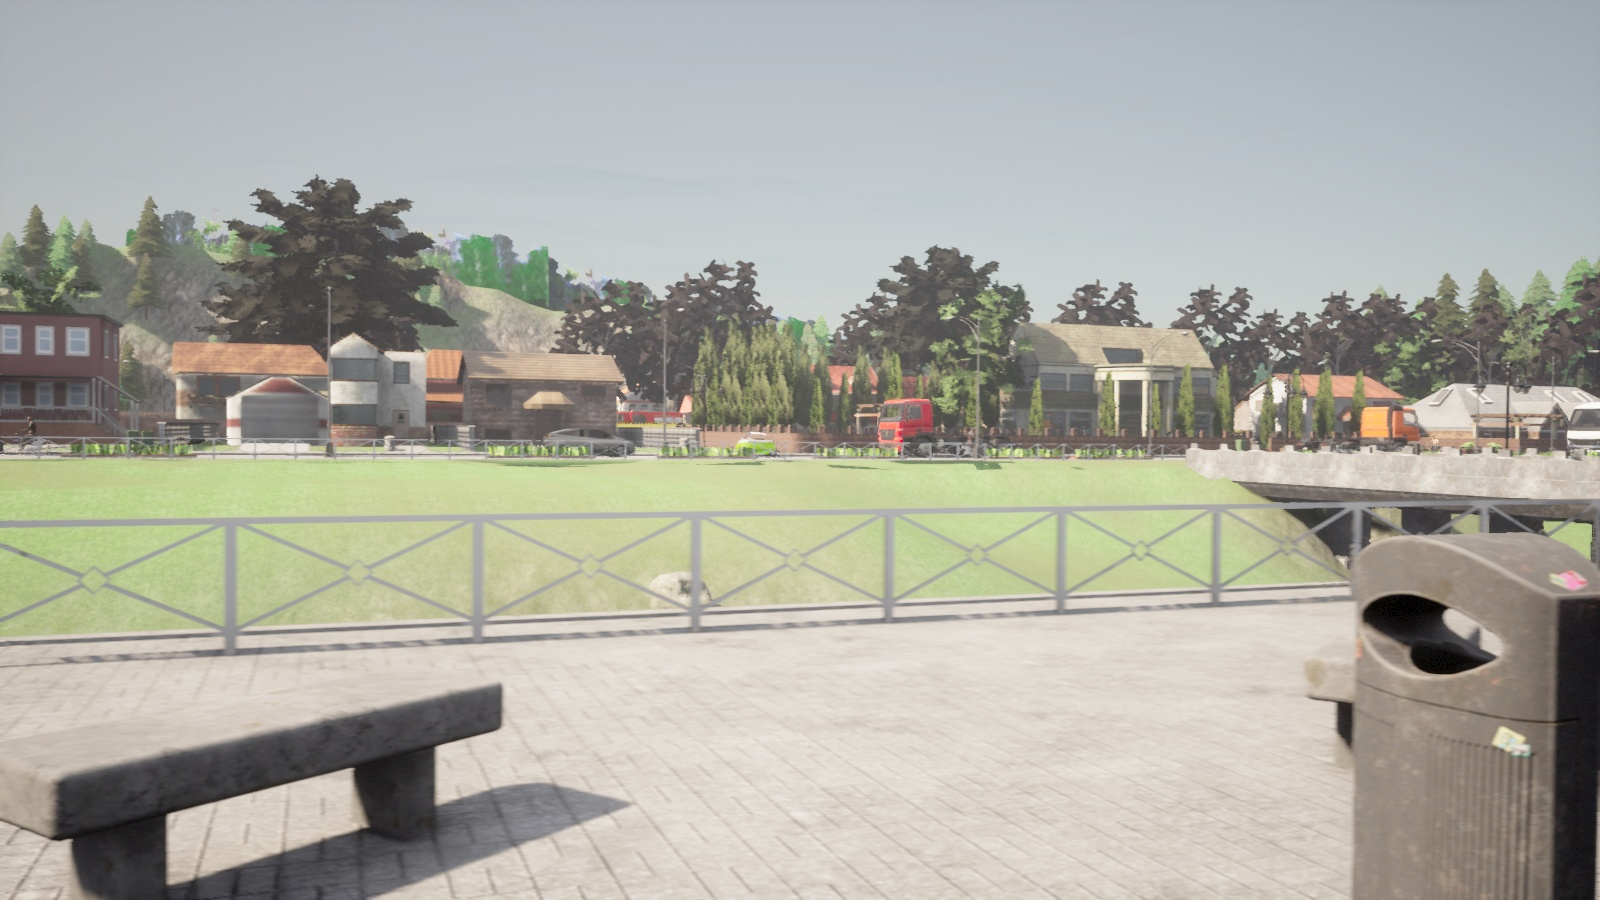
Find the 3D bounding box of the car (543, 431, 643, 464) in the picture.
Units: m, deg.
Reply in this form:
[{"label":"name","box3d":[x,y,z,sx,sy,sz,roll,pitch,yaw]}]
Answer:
[{"label":"car","box3d":[-10.167,-0.148,61.623,4.514,1.525,2.007,-1,1,-21]}]

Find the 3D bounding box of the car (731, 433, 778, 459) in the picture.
[{"label":"car","box3d":[-2.486,-0.240,68.817,2.207,1.376,1.481,-1,1,-21]}]

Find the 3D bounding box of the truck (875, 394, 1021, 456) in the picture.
[{"label":"truck","box3d":[8.622,-1.465,73.019,7.936,3.462,2.891,-1,1,-21]}]

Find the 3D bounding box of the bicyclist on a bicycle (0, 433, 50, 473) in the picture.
[{"label":"bicyclist on a bicycle","box3d":[-34.877,0.126,56.526,1.843,1.776,0.659,-1,1,-21]}]

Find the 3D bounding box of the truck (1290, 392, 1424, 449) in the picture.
[{"label":"truck","box3d":[34.948,-1.843,78.729,7.936,3.462,2.891,-1,1,-21]}]
